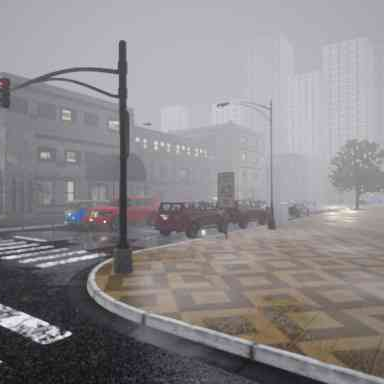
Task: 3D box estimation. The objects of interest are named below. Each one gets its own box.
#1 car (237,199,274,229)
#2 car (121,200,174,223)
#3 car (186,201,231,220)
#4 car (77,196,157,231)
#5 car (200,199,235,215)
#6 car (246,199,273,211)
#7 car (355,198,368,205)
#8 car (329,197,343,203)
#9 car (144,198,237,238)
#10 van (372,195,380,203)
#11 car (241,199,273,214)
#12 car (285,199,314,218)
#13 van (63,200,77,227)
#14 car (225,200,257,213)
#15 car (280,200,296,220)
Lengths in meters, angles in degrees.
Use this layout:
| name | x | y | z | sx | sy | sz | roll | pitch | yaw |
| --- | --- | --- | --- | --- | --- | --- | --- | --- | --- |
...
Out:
| name | x | y | z | sx | sy | sz | roll | pitch | yaw |
| --- | --- | --- | --- | --- | --- | --- | --- | --- | --- |
| car | 3.294 | 1.365 | 22.330 | 2.192 | 1.841 | 5.009 | -1 | -1 | 35 |
| car | -3.543 | 1.526 | 27.173 | 1.967 | 1.590 | 4.097 | -1 | 0 | 35 |
| car | 1.550 | 1.618 | 29.858 | 1.812 | 1.442 | 4.674 | 0 | 0 | 36 |
| car | -4.285 | 1.280 | 21.647 | 2.150 | 2.045 | 5.566 | 0 | 0 | 35 |
| car | 2.847 | 1.564 | 36.187 | 1.967 | 1.590 | 4.097 | -1 | -1 | 35 |
| car | 9.237 | 1.717 | 45.198 | 2.008 | 1.369 | 4.403 | -1 | -1 | 35 |
| car | 32.050 | 1.798 | 62.886 | 2.008 | 1.369 | 4.403 | -1 | -1 | 35 |
| car | 34.796 | 1.910 | 81.249 | 2.008 | 1.369 | 4.403 | -1 | -1 | 35 |
| car | 0.099 | 1.347 | 17.823 | 2.192 | 1.841 | 5.009 | -1 | 0 | 35 |
| van | 44.828 | 1.691 | 80.914 | 1.690 | 1.788 | 3.998 | -1 | -1 | 35 |
| car | 7.581 | 1.635 | 38.355 | 1.837 | 1.490 | 4.892 | 0 | 0 | 36 |
| car | 9.686 | 1.654 | 31.341 | 1.947 | 1.339 | 4.313 | -1 | -1 | 35 |
| van | -6.738 | 1.409 | 22.668 | 1.690 | 1.788 | 3.998 | -1 | 0 | 35 |
| car | 6.042 | 1.696 | 40.691 | 2.008 | 1.369 | 4.403 | -1 | -1 | 35 |
| car | 6.490 | 1.613 | 26.834 | 1.887 | 1.381 | 4.507 | -1 | -1 | 35 |
